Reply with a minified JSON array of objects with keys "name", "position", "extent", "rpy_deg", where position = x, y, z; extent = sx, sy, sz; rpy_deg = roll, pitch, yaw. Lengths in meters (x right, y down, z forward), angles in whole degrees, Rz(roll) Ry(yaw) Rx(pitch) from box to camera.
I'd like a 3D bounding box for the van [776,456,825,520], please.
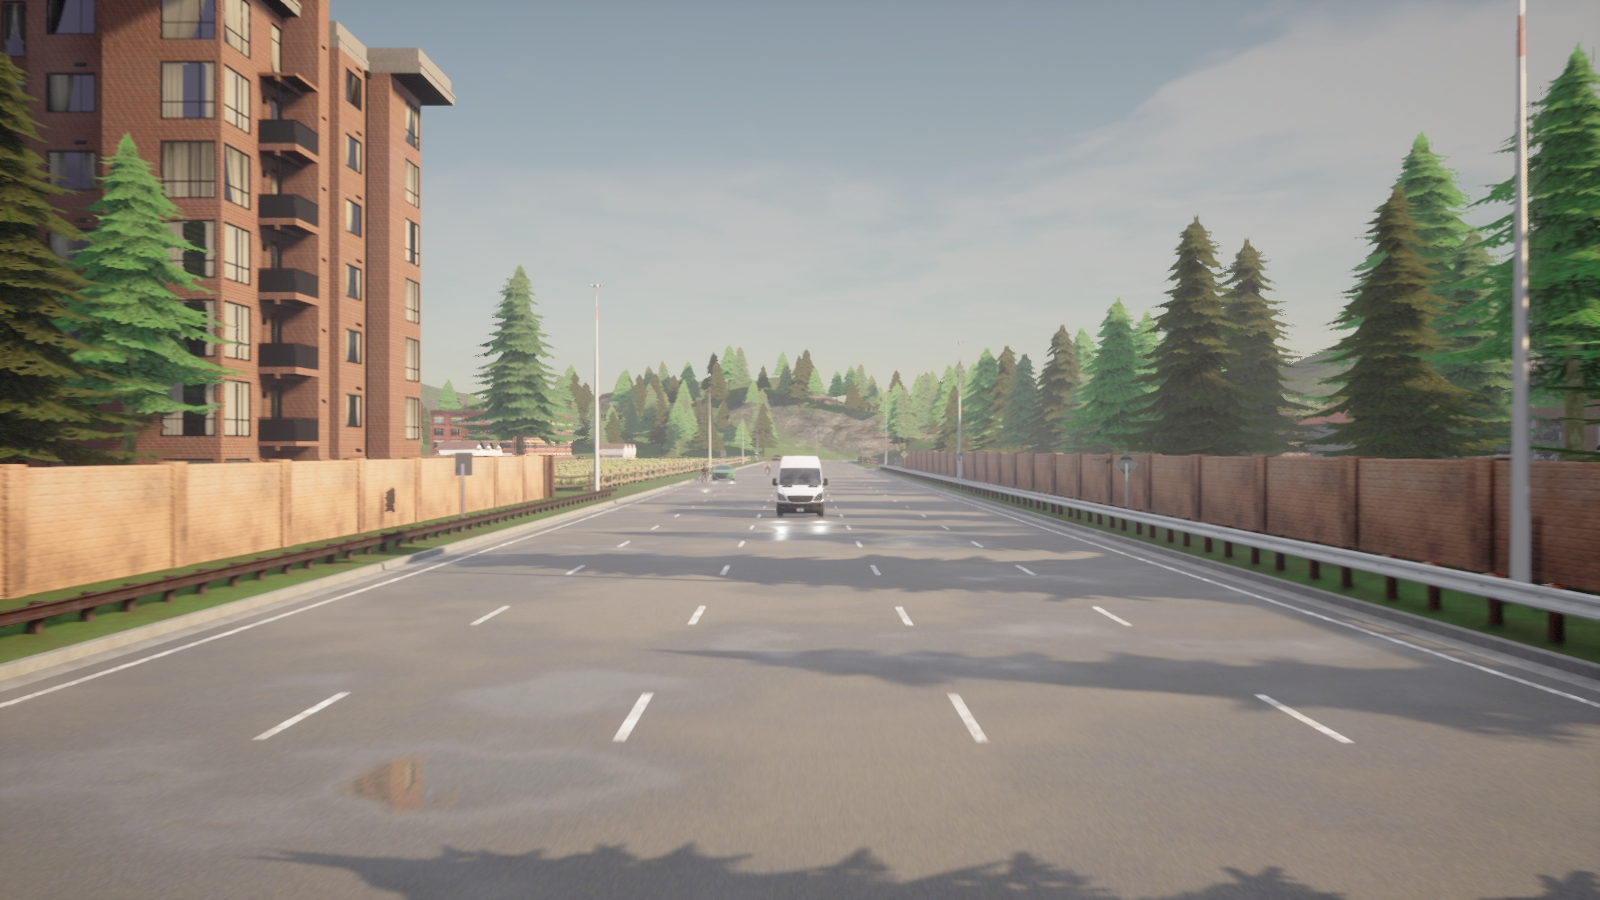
[{"name":"van","position":[0.012,1.534,48.844],"extent":[1.988,2.561,5.915],"rpy_deg":[0,0,0]}]
